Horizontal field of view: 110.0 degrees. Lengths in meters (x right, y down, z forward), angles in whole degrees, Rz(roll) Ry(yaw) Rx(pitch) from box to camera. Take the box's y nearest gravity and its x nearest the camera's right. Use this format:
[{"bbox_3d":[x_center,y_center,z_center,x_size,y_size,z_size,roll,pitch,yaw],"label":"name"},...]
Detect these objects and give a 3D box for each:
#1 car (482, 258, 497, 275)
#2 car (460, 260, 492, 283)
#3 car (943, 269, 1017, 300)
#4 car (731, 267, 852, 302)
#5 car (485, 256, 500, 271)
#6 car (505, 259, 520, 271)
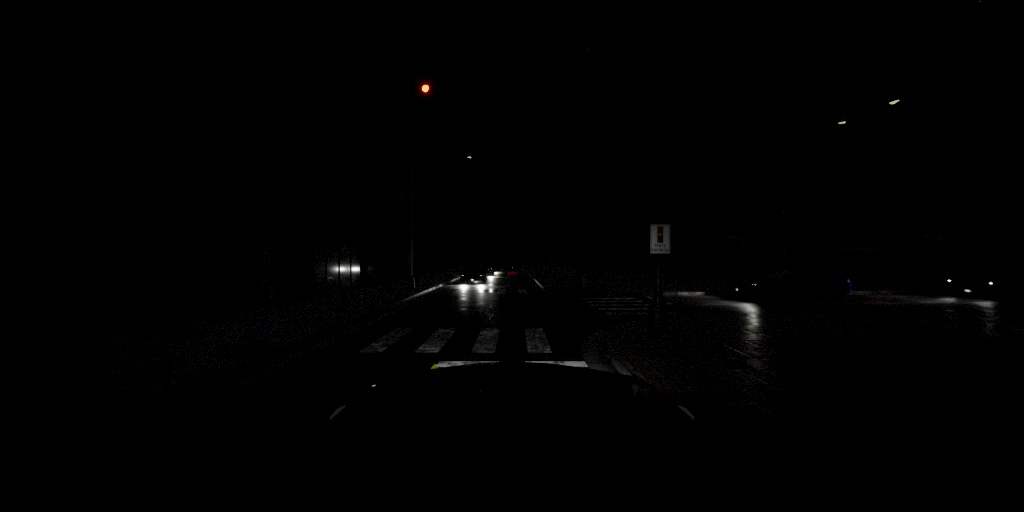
[{"bbox_3d":[-2.875,1.268,38.451,1.837,1.490,4.892,0,0,0],"label":"car"},{"bbox_3d":[-2.883,1.303,28.043,2.033,1.411,5.357,0,0,-1],"label":"car"},{"bbox_3d":[22.492,1.218,15.970,4.718,1.301,1.895,0,0,0],"label":"car"},{"bbox_3d":[12.333,1.197,15.938,4.674,1.442,1.812,0,0,0],"label":"car"},{"bbox_3d":[-2.873,0.996,48.973,2.150,2.045,5.566,0,0,0],"label":"car"},{"bbox_3d":[0.064,1.281,50.539,1.837,1.490,4.892,0,0,0],"label":"car"}]
